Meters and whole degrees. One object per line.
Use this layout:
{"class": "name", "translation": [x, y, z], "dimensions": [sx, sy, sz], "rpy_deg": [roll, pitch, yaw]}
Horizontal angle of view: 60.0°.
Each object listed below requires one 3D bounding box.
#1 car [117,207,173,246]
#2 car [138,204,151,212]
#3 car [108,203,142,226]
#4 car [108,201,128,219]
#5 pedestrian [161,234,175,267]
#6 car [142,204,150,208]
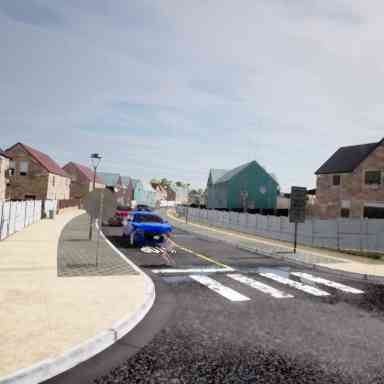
{"class": "car", "translation": [-2.395, 1.773, 17.013], "dimensions": [1.882, 1.535, 5.008], "rpy_deg": [4, -2, -20]}
{"class": "car", "translation": [-8.593, 2.878, 60.332], "dimensions": [1.994, 1.385, 4.181], "rpy_deg": [4, -2, -4]}
{"class": "car", "translation": [-5.639, 1.828, 27.034], "dimensions": [2.097, 1.767, 4.553], "rpy_deg": [4, -2, -16]}
{"class": "car", "translation": [-8.586, 2.045, 38.837], "dimensions": [2.097, 1.767, 4.553], "rpy_deg": [4, -2, -11]}
{"class": "pedestrian", "translation": [-0.736, 1.827, 10.663], "dimensions": [0.500, 1.100, 0.500], "rpy_deg": [4, -2, -22]}
{"class": "car", "translation": [-6.513, 2.326, 43.527], "dimensions": [2.097, 1.767, 4.553], "rpy_deg": [4, -2, -10]}
